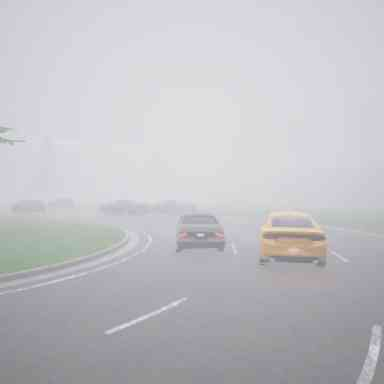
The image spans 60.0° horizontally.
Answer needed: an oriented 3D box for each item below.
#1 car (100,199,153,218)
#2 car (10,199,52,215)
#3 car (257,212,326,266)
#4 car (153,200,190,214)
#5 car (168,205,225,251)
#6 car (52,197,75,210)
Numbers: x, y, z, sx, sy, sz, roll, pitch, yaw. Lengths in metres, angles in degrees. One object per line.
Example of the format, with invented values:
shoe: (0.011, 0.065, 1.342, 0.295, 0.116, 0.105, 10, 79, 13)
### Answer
car: (-6.116, 1.407, 29.482, 5.008, 1.535, 1.882, 0, 0, 37)
car: (-16.421, 1.463, 33.165, 4.902, 1.511, 2.128, 0, 0, 40)
car: (3.283, 1.420, 11.447, 1.882, 1.535, 5.008, 1, 0, 12)
car: (-2.074, 1.451, 30.807, 5.357, 1.411, 2.033, 0, 0, 37)
car: (0.228, 1.498, 13.752, 2.033, 1.411, 5.357, 0, 0, -2)
car: (-16.885, 1.441, 42.958, 4.892, 1.490, 1.837, -2, -1, 43)
